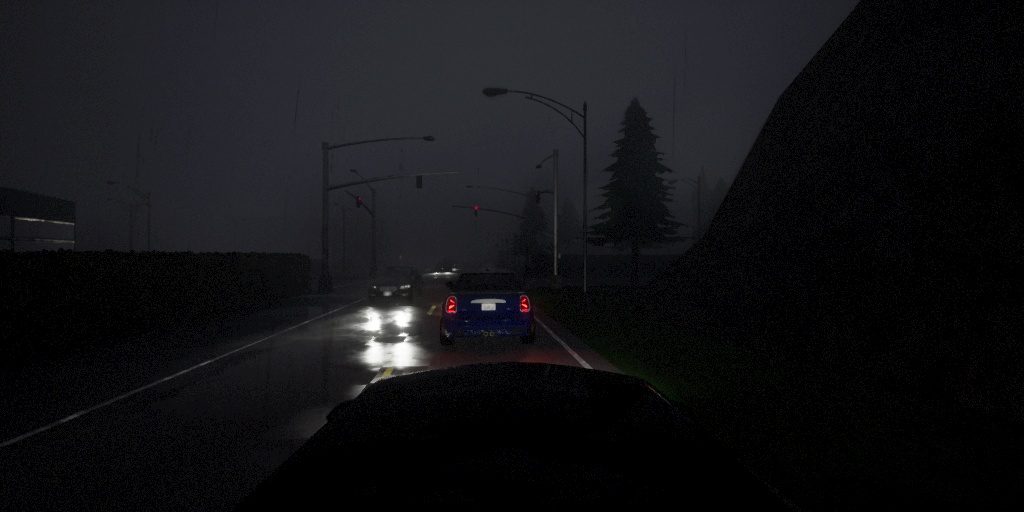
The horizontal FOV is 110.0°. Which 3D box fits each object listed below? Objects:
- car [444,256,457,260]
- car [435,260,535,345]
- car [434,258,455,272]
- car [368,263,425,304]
[{"bbox_3d":[-10.204,0.970,58.904,2.150,2.045,5.566,0,0,-7],"label":"car"},{"bbox_3d":[-0.730,1.102,9.739,2.097,1.767,4.553,0,0,-6],"label":"car"},{"bbox_3d":[-8.553,1.311,44.818,1.994,1.385,4.181,0,0,-7],"label":"car"},{"bbox_3d":[-5.235,1.241,16.686,2.128,1.511,4.902,0,0,-7],"label":"car"}]
